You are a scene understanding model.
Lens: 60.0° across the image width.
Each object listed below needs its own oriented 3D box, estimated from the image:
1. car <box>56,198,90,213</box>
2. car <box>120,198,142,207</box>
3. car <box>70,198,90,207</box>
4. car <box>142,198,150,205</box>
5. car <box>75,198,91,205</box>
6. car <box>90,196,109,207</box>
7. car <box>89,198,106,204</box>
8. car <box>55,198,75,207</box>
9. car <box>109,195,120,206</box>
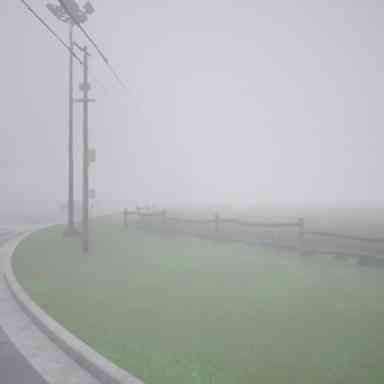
[{"bbox_3d":[-15.166,1.854,42.588,1.837,1.490,4.892,0,-1,2],"label":"car"},{"bbox_3d":[-11.054,2.014,60.538,2.033,1.411,5.357,0,0,2],"label":"car"},{"bbox_3d":[-21.536,2.001,64.218,1.882,1.535,5.008,0,0,2],"label":"car"},{"bbox_3d":[-10.677,2.119,74.597,1.994,1.385,4.181,0,0,2],"label":"car"},{"bbox_3d":[-24.657,2.138,75.440,1.812,1.442,4.674,0,0,2],"label":"car"},{"bbox_3d":[-18.038,2.018,64.099,1.837,1.490,4.892,0,0,2],"label":"car"},{"bbox_3d":[-21.183,1.970,74.632,2.033,1.411,5.357,0,0,2],"label":"car"},{"bbox_3d":[-24.975,2.044,65.446,1.837,1.490,4.892,0,0,2],"label":"car"},{"bbox_3d":[-14.476,1.990,65.475,1.882,1.535,5.008,0,0,2],"label":"car"}]
